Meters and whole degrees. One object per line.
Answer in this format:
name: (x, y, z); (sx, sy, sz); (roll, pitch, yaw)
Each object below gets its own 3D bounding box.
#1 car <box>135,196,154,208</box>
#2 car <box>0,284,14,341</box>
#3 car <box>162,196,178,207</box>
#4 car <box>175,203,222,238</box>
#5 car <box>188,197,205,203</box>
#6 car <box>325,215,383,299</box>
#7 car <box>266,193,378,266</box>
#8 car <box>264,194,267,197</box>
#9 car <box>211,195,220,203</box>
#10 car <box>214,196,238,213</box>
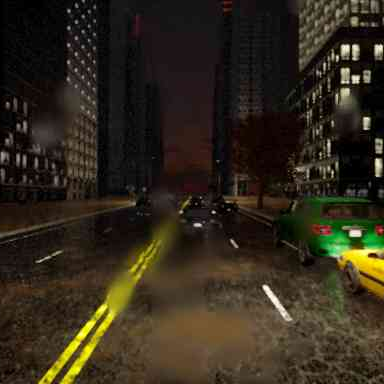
car: (-6.116, 1.280, 43.659); (2.033, 1.411, 5.357); (0, 0, 1)
car: (-3.326, 1.519, 2.107); (2.033, 1.411, 5.357); (0, 0, 1)
car: (-2.857, 1.237, 44.148); (2.128, 1.511, 4.902); (0, 0, 1)
car: (0.286, 1.471, 17.203); (1.994, 1.385, 4.181); (0, 0, 1)
car: (0.512, 1.336, 39.342); (2.033, 1.411, 5.357); (0, 0, 0)
car: (4.288, 1.445, 5.652); (1.801, 1.575, 5.366); (0, 0, 1)
car: (4.352, 1.183, 11.491); (2.150, 2.045, 5.566); (0, 0, 1)
car: (20.855, 0.918, 85.934); (4.403, 1.369, 2.008); (0, 0, 0)
car: (3.791, 1.228, 49.343); (1.882, 1.535, 5.008); (0, 1, 1)
car: (3.669, 1.430, 34.784); (1.895, 1.301, 4.718); (0, 0, 1)
